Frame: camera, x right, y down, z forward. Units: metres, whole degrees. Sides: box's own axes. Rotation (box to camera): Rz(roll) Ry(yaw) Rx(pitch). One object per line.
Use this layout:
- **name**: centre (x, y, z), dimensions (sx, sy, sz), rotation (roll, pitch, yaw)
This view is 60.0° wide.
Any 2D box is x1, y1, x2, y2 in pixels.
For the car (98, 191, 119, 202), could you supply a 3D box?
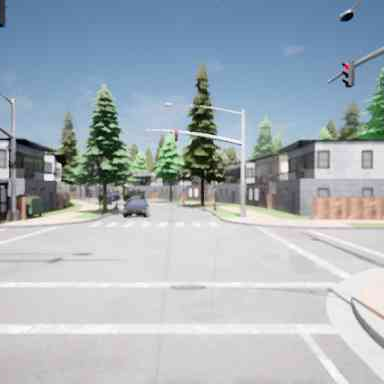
- **car**: centre (-15.671, 1.030, 61.133), dimensions (2.128, 1.511, 4.902), rotation (0, 0, -36)

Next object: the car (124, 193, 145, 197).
- **car**: centre (-7.321, 1.220, 43.625), dimensions (1.994, 1.385, 4.181), rotation (0, 0, -18)

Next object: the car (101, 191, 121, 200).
- **car**: centre (-16.565, 0.671, 67.878), dimensions (2.097, 1.767, 4.553), rotation (0, 1, -45)

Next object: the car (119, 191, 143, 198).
- **car**: centre (-10.442, 0.765, 59.540), dimensions (2.150, 2.045, 5.566), rotation (0, 0, -36)

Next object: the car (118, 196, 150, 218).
- **car**: centre (-4.467, 1.318, 27.431), dimensions (2.033, 1.411, 5.357), rotation (0, 0, -3)
